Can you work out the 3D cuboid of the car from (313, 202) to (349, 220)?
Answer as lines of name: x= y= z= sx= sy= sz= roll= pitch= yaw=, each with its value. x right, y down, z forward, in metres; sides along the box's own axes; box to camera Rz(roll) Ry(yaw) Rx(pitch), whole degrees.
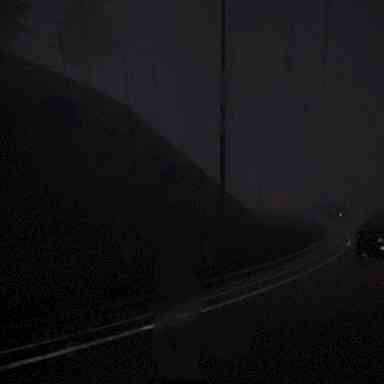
car: x=12.862 y=1.735 z=31.079 sx=1.837 sy=1.490 sz=4.892 roll=1 pitch=0 yaw=1

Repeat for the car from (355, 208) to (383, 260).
car: x=7.320 y=1.580 z=12.183 sx=1.882 sy=1.535 sz=5.008 roll=0 pitch=0 yaw=35
